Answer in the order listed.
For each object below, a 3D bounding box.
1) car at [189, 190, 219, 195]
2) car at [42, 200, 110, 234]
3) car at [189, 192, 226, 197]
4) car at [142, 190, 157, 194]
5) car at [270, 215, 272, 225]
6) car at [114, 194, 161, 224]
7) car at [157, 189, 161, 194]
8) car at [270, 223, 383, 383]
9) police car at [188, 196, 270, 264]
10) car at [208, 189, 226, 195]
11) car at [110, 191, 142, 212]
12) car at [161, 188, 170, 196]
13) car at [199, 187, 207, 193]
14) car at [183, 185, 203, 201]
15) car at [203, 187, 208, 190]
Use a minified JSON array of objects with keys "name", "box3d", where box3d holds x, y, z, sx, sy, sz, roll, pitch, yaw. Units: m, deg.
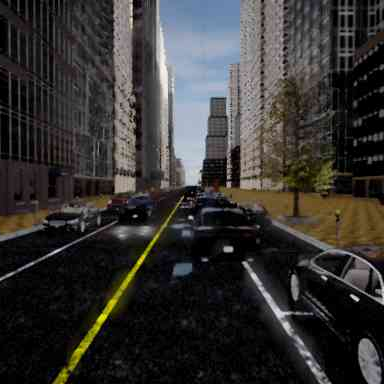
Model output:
[{"name":"car","box3d":[0.903,0.850,26.728,1.837,1.490,4.892,0,1,0]},{"name":"car","box3d":[-5.682,1.152,16.184,2.008,1.369,4.403,0,1,0]},{"name":"car","box3d":[0.902,0.996,20.729,1.837,1.490,4.892,0,1,0]},{"name":"car","box3d":[-5.679,0.599,38.934,2.008,1.369,4.403,0,1,0]},{"name":"car","box3d":[2.699,1.153,16.162,2.008,1.369,4.403,0,1,0]},{"name":"car","box3d":[-3.096,1.071,20.055,1.994,1.385,4.181,0,1,0]},{"name":"car","box3d":[-5.678,0.455,44.621,1.887,1.381,4.507,0,1,0]},{"name":"car","box3d":[2.697,1.430,4.787,2.008,1.369,4.403,0,1,0]},{"name":"police car","box3d":[0.902,1.157,10.839,1.930,1.638,5.238,0,1,0]},{"name":"car","box3d":[2.701,0.738,33.223,2.008,1.369,4.403,0,1,0]},{"name":"car","box3d":[-5.679,0.764,27.557,1.967,1.590,4.097,0,1,0]},{"name":"car","box3d":[-5.676,0.042,61.683,1.887,1.381,4.507,0,1,0]},{"name":"car","box3d":[2.708,-0.526,84.578,1.752,1.417,4.829,0,1,0]},{"name":"car","box3d":[0.020,0.116,45.112,2.150,2.045,5.566,0,1,0]},{"name":"car","box3d":[2.702,0.489,38.907,1.967,1.590,4.097,0,1,0]}]
